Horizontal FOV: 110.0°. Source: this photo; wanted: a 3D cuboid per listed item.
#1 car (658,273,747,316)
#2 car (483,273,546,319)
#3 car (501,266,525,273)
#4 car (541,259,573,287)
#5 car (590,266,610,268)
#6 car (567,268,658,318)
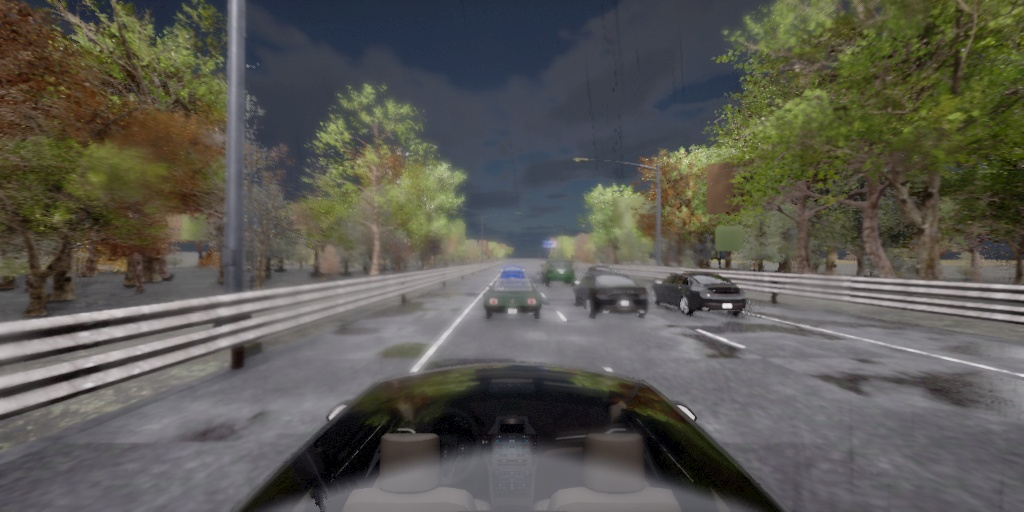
[{"bbox_3d":[7.049,1.396,14.129,1.837,1.490,4.892,0,0,1],"label":"car"},{"bbox_3d":[0.044,1.484,13.500,1.895,1.301,4.718,0,-1,1],"label":"car"},{"bbox_3d":[0.056,1.546,30.308,1.882,1.535,5.008,0,0,0],"label":"car"},{"bbox_3d":[3.538,1.266,28.011,2.150,2.045,5.566,0,0,1],"label":"car"},{"bbox_3d":[7.049,1.561,29.135,1.837,1.490,4.892,0,0,0],"label":"car"},{"bbox_3d":[3.544,1.362,13.667,1.882,1.535,5.008,0,-1,0],"label":"car"}]
